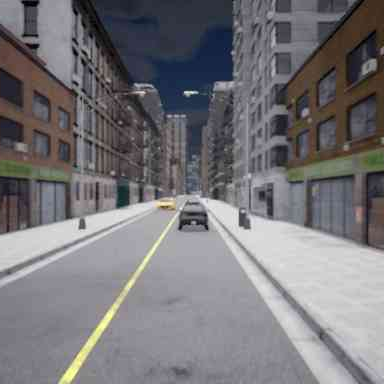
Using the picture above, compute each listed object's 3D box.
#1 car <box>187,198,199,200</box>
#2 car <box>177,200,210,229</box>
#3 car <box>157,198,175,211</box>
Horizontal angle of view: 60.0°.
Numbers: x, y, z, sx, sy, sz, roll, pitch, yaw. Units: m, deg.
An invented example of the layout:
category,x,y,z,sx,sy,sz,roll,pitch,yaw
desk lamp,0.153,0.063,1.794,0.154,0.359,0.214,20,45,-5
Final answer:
category,x,y,z,sx,sy,sz,roll,pitch,yaw
car,0.086,1.496,39.206,2.128,1.511,4.902,0,0,0
car,0.090,1.501,21.453,1.837,1.490,4.892,0,0,0
car,-3.102,1.482,40.328,1.882,1.535,5.008,0,0,0
